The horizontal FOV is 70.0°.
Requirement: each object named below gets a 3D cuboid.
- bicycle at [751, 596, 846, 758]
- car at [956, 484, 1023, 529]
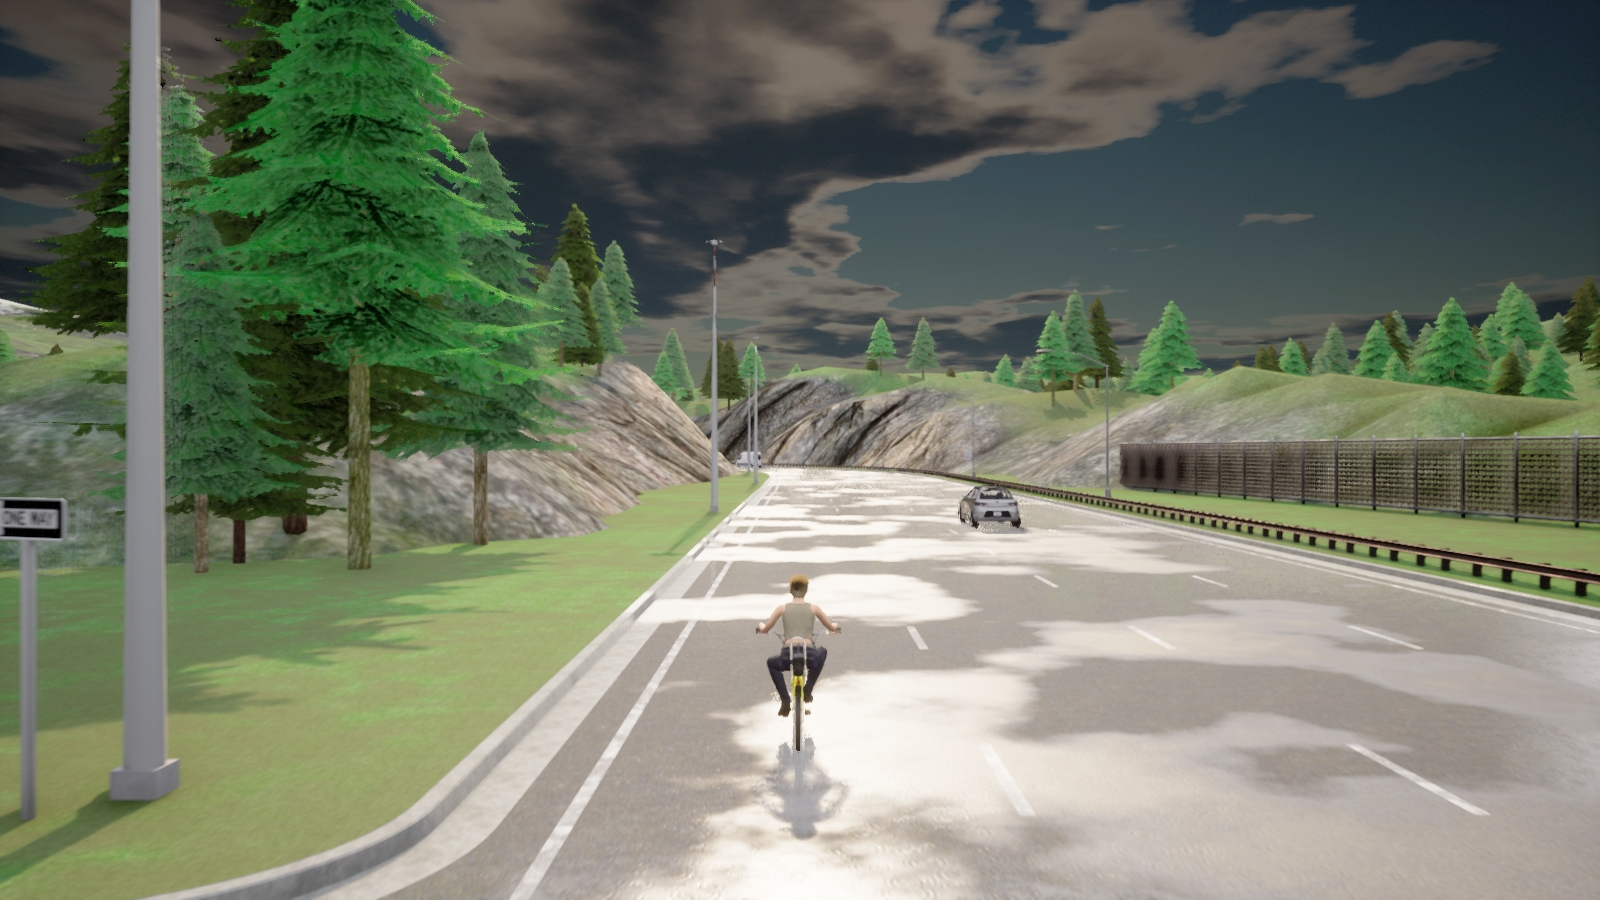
[{"bbox_3d":[-0.013,2.157,11.114,0.859,1.276,1.487,0,0,0],"label":"bicycle"},{"bbox_3d":[6.998,2.064,42.537,1.816,1.474,4.193,0,0,0],"label":"car"}]
